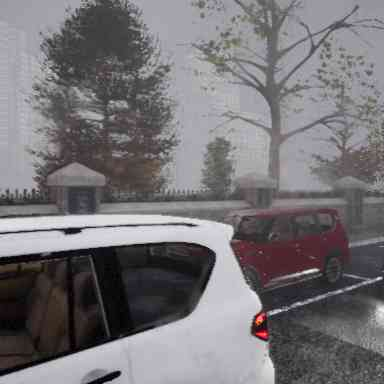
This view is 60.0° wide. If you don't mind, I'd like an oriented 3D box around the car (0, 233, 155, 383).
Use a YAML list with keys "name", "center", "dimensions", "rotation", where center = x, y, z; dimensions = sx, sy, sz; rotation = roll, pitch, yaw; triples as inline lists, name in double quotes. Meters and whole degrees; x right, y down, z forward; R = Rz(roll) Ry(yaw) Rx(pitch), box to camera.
- name: "car"
  center: [-3.042, 1.526, 4.387]
  dimensions: [4.829, 1.417, 1.752]
  rotation: [0, 0, -36]

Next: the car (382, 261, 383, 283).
- name: "car"
  center: [6.417, 1.464, 7.926]
  dimensions: [4.902, 1.511, 2.128]
  rotation: [0, 0, -35]

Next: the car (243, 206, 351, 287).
- name: "car"
  center: [1.679, 1.299, 7.755]
  dimensions: [5.009, 1.841, 2.192]
  rotation: [0, 0, -36]

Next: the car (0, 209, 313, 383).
- name: "car"
  center: [-1.929, 1.225, 1.979]
  dimensions: [5.566, 2.045, 2.150]
  rotation: [0, 0, -35]
